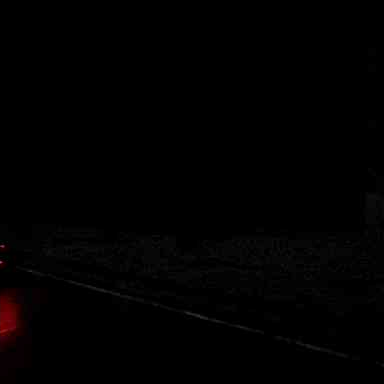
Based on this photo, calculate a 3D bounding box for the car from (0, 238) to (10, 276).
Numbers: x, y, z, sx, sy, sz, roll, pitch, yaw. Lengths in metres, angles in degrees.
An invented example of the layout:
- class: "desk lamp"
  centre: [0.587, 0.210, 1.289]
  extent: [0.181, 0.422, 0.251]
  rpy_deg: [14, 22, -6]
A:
- class: "car"
  centre: [-6.709, 1.472, 8.875]
  extent: [4.892, 1.490, 1.837]
  rpy_deg: [0, 0, 36]
